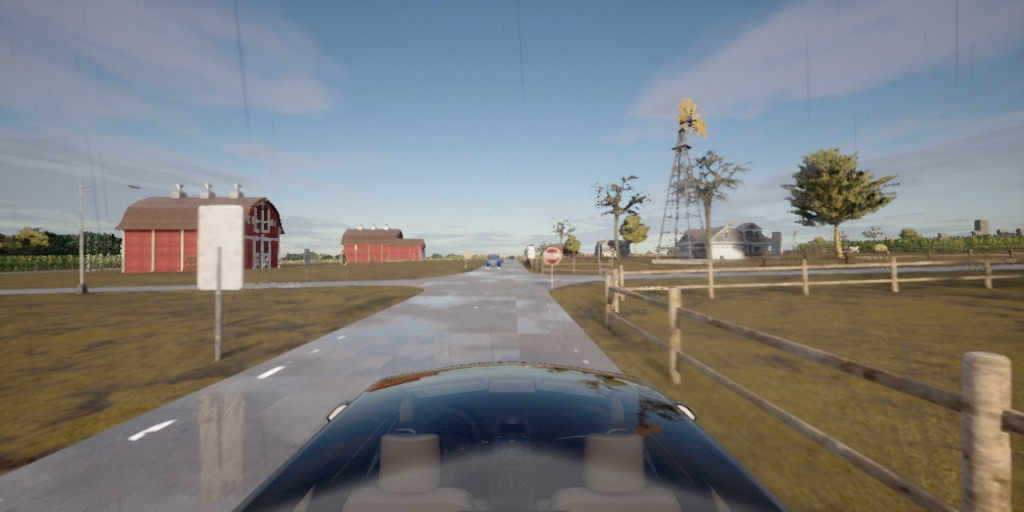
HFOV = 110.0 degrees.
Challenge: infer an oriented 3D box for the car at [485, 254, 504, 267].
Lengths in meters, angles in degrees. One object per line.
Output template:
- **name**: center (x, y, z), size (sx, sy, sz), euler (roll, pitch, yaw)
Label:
- **car**: center (-2.740, 0.737, 53.967), size (2.150, 2.045, 5.566), euler (0, 2, 0)
